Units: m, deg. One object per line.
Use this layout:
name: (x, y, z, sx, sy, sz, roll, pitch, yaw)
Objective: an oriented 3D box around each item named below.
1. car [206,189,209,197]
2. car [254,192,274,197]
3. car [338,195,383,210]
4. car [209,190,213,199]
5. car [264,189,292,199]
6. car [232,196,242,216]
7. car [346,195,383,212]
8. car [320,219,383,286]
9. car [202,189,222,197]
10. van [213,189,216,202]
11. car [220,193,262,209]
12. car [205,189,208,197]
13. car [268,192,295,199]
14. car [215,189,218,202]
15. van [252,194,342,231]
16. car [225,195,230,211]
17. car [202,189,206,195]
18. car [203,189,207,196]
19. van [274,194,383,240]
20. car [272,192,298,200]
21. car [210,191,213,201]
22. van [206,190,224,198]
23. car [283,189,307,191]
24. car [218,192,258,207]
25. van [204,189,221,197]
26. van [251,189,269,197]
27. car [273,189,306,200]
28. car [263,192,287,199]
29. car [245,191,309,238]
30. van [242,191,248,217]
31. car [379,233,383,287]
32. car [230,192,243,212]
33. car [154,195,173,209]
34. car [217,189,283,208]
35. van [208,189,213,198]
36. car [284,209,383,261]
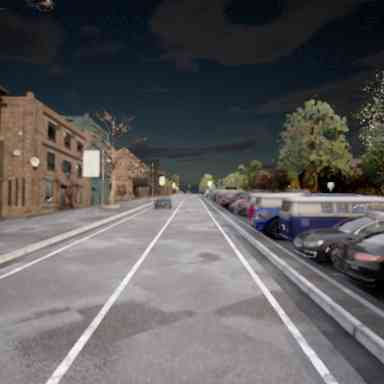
car: (5.822, 0.786, 63.663, 5.366, 1.575, 1.946, 0, 1, 0)
car: (18.687, 0.610, 86.182, 4.674, 1.452, 2.002, 0, 1, 0)
car: (18.756, 1.127, 36.020, 4.892, 1.521, 2.231, 0, 1, 0)
car: (5.618, 0.921, 55.254, 4.792, 1.488, 2.163, 0, 1, 0)
car: (18.677, 0.445, 72.255, 5.566, 2.045, 2.435, 0, 1, 0)
car: (5.679, 1.267, 24.420, 4.892, 1.521, 2.231, 0, 1, 0)
car: (18.569, 1.156, 33.243, 5.366, 1.575, 1.946, 0, 1, 0)
car: (5.704, 1.496, 7.598, 4.674, 1.452, 2.002, 0, 1, 0)
car: (5.634, 0.248, 94.491, 5.566, 2.045, 2.435, 0, 0, 0)
van: (5.541, 0.768, 46.841, 4.442, 1.987, 1.878, 0, 1, 0)
car: (5.636, 0.970, 38.433, 4.553, 1.767, 2.185, 0, 1, 0)
car: (5.627, 0.756, 66.462, 5.008, 1.535, 2.097, 0, 1, 0)
car: (18.703, 0.725, 69.471, 5.008, 1.535, 2.097, 0, 1, 0)
car: (5.643, 0.878, 35.629, 5.566, 2.045, 2.435, 0, 1, 0)
van: (5.809, 1.108, 18.811, 4.442, 1.987, 1.878, 0, 1, 0)
car: (5.676, 1.238, 30.026, 4.674, 1.452, 2.002, 0, 1, 0)
car: (5.647, 0.394, 77.672, 5.566, 2.045, 2.435, 0, 1, 0)
car: (5.618, 0.672, 74.867, 4.892, 1.521, 2.231, 0, 1, 0)
van: (5.816, 1.176, 13.206, 4.442, 1.987, 1.878, 0, 1, 0)
car: (18.709, 0.794, 66.810, 4.674, 1.452, 2.002, 0, 1, 0)
car: (5.648, 0.959, 49.647, 5.008, 1.535, 2.097, 0, 1, 0)
van: (5.728, 0.370, 83.280, 4.442, 1.987, 1.878, 0, 1, 0)
car: (18.690, 0.568, 61.238, 5.566, 2.045, 2.435, 0, 1, 0)
car: (5.633, 0.936, 41.236, 4.553, 1.767, 2.185, 0, 1, 0)
van: (5.491, 0.320, 88.886, 4.442, 1.987, 1.878, 0, 1, 0)
van: (18.802, 0.294, 91.751, 4.442, 1.987, 1.878, 0, 0, 0)
car: (18.686, 0.536, 63.900, 5.566, 2.045, 2.435, 0, 1, 0)
car: (18.730, 0.699, 75.040, 4.792, 1.488, 2.163, 0, 1, 0)
car: (5.668, 1.117, 16.006, 5.566, 2.045, 2.435, 0, 1, 0)
van: (5.805, 1.074, 21.614, 4.442, 1.987, 1.878, 0, 1, 0)
car: (5.739, 1.509, 4.790, 4.792, 1.488, 2.163, 0, 0, 0)
car: (5.713, 1.106, 27.221, 4.553, 1.767, 2.185, 0, 1, 0)
car: (-3.245, 1.131, 38.493, 1.837, 1.490, 4.892, 0, 1, 0)
car: (5.646, 0.912, 32.826, 5.566, 2.045, 2.435, 0, 1, 0)
van: (5.526, 0.632, 58.053, 4.442, 1.987, 1.878, 0, 1, 0)
car: (5.709, 1.430, 10.401, 4.892, 1.521, 2.231, 0, 1, 0)
